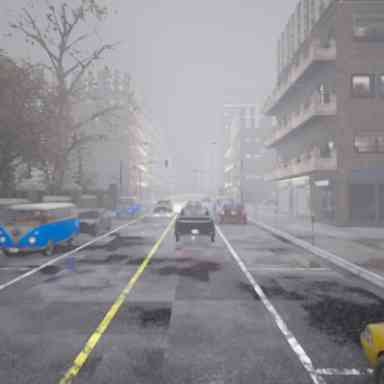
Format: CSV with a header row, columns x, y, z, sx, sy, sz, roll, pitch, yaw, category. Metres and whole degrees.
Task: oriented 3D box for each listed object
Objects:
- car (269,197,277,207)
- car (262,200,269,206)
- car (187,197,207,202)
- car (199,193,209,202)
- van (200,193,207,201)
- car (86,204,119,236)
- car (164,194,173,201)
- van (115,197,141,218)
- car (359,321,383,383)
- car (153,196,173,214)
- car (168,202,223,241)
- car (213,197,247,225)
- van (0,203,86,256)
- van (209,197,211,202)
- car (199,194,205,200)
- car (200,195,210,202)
x,y,z,sx,sy,sz,roll,pitch,yaw,category
13.634,1.523,46.965,4.313,1.339,1.947,0,-1,1,car
13.755,1.536,55.346,4.097,1.590,1.967,0,-1,1,car
0.168,1.509,33.377,2.033,1.411,5.357,0,0,0,car
2.840,1.491,67.184,1.947,1.339,4.313,1,0,0,car
2.878,1.250,84.111,1.690,1.788,3.998,1,0,0,van
-5.623,1.545,18.208,1.947,1.339,4.313,1,0,0,car
-5.515,1.355,78.486,1.967,1.590,4.097,1,0,0,car
-5.580,1.308,29.256,1.690,1.788,3.998,1,0,0,van
2.707,1.523,1.790,1.752,1.417,4.829,1,0,0,car
-2.975,1.507,35.679,2.033,1.411,5.357,0,0,1,car
0.135,1.472,16.575,2.128,1.511,4.902,0,0,0,car
2.723,1.413,23.714,1.967,1.590,4.097,1,0,0,car
-5.656,1.327,12.685,1.690,1.788,3.998,1,0,0,van
2.733,1.308,29.237,1.690,1.788,3.998,1,0,0,van
2.899,1.423,95.566,1.752,1.417,4.829,1,0,0,car
2.851,1.470,72.826,2.008,1.369,4.403,1,0,0,car
